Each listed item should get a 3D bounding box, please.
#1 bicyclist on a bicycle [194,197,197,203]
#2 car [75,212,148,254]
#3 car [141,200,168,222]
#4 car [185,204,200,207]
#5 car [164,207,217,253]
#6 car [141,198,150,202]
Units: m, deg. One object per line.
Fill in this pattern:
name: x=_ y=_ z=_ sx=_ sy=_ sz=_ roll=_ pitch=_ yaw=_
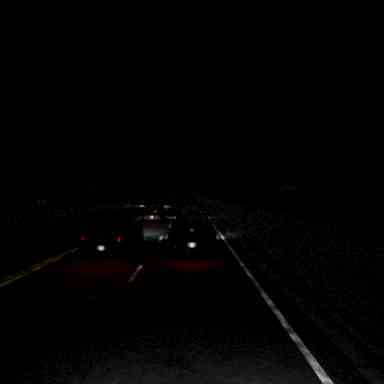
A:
bicyclist on a bicycle: x=0.927 y=2.222 z=89.472 sx=0.866 sy=1.612 sz=1.509 roll=0 pitch=0 yaw=0
car: x=-3.243 y=1.734 z=14.111 sx=1.895 sy=1.301 sz=4.718 roll=0 pitch=0 yaw=0
car: x=-3.234 y=1.780 z=29.298 sx=1.837 sy=1.490 sz=4.892 roll=0 pitch=0 yaw=0
car: x=0.017 y=1.799 z=29.372 sx=1.812 sy=1.442 sz=4.674 roll=0 pitch=0 yaw=0
car: x=0.010 y=1.642 z=14.298 sx=1.837 sy=1.490 sz=4.892 roll=0 pitch=0 yaw=0
car: x=-9.722 y=2.138 z=70.989 sx=1.837 sy=1.490 sz=4.892 roll=0 pitch=0 yaw=0
